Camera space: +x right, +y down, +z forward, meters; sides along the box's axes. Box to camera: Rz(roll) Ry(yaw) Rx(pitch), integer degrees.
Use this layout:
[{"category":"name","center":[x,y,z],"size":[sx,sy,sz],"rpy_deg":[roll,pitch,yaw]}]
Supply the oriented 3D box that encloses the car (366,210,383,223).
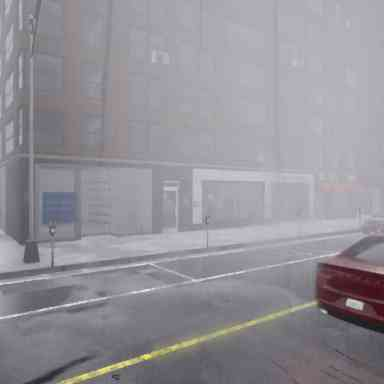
[{"category":"car","center":[9.168,1.526,13.318],"size":[4.674,1.442,1.812],"rpy_deg":[0,0,-35]}]

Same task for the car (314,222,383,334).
[{"category":"car","center":[4.390,1.477,6.290],"size":[5.008,1.535,1.882],"rpy_deg":[0,0,-35]}]

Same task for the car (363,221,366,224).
[{"category":"car","center":[10.616,1.582,17.470],"size":[4.206,1.307,1.802],"rpy_deg":[0,0,-35]}]
